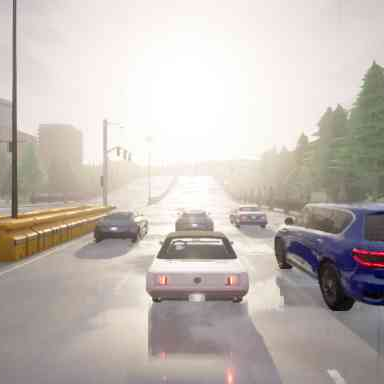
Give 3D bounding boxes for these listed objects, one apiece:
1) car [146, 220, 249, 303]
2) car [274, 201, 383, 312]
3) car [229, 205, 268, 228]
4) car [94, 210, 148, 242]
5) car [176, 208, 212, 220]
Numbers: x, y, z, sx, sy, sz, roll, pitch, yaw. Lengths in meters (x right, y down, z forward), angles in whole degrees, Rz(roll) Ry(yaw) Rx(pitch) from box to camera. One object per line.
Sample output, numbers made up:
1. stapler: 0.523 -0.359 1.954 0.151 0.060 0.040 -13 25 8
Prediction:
1. car: 0.109 1.601 8.169 1.895 1.301 4.718 0 0 0
2. car: 3.626 1.223 7.845 2.150 2.045 5.566 0 0 -1
3. car: 3.626 1.547 22.022 2.033 1.411 5.357 0 0 0
4. car: -3.380 1.564 16.432 1.994 1.385 4.181 0 0 0
5. car: 0.124 1.564 18.019 1.994 1.385 4.181 0 0 0
